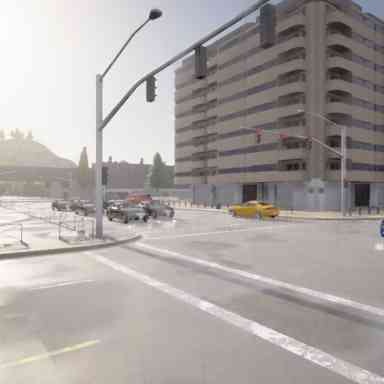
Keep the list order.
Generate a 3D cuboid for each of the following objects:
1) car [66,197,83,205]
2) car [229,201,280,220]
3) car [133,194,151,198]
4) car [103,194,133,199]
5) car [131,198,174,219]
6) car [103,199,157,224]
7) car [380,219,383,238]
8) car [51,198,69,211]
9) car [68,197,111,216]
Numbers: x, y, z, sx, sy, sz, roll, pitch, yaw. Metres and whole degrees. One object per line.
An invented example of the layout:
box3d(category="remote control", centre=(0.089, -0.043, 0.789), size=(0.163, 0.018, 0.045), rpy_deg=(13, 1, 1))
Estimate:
box3d(category="car", centre=(-22.008, 1.619, 62.189), size=(1.994, 1.385, 4.181), rpy_deg=(0, 0, -35))
box3d(category="car", centre=(5.354, 1.533, 29.210), size=(1.882, 1.535, 5.008), rpy_deg=(-1, 0, -35))
box3d(category="car", centre=(-7.712, 1.277, 48.052), size=(2.150, 2.045, 5.566), rpy_deg=(0, 0, -35))
box3d(category="car", centre=(-9.095, 1.277, 37.551), size=(2.150, 2.045, 5.566), rpy_deg=(0, 0, -35))
box3d(category="car", centre=(-3.395, 1.547, 29.499), size=(2.128, 1.511, 4.902), rpy_deg=(0, 0, -35))
box3d(category="car", centre=(-5.063, 1.547, 25.796), size=(2.128, 1.511, 4.902), rpy_deg=(0, 0, -35))
box3d(category="car", centre=(11.231, 1.504, 16.490), size=(5.008, 1.535, 1.882), rpy_deg=(0, 0, -36))
box3d(category="car", centre=(-16.115, 1.547, 41.424), size=(2.128, 1.511, 4.902), rpy_deg=(0, 0, -35))
box3d(category="car", centre=(-10.309, 1.547, 33.209), size=(2.128, 1.511, 4.902), rpy_deg=(0, 0, -35))
